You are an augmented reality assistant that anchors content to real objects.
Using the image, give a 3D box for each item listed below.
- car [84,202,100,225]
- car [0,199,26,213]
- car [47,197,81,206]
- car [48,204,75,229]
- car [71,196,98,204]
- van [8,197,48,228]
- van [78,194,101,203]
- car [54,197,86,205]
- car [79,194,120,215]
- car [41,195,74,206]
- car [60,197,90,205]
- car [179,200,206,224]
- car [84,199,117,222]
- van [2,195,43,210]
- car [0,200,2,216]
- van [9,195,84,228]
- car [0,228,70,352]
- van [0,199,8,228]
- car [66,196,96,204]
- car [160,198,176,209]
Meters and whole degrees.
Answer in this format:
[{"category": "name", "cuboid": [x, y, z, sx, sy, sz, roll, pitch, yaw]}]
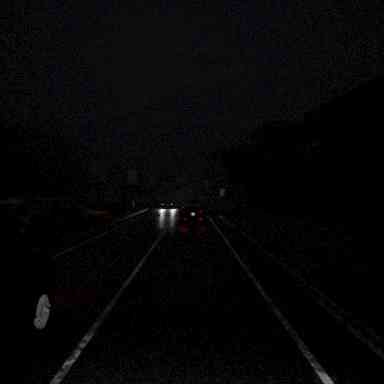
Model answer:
[{"category": "car", "cuboid": [-9.008, 1.614, 22.537, 4.674, 1.452, 2.002, 0, 0, 0]}, {"category": "car", "cuboid": [-22.097, 1.612, 38.342, 4.792, 1.488, 2.163, 0, 0, 0]}, {"category": "car", "cuboid": [-22.183, 1.594, 57.771, 5.008, 1.535, 2.097, 0, 0, 0]}, {"category": "car", "cuboid": [-8.986, 1.572, 16.930, 5.008, 1.535, 2.097, 0, 0, 0]}, {"category": "car", "cuboid": [-22.235, 1.635, 68.872, 4.792, 1.488, 2.163, 0, 0, 0]}, {"category": "van", "cuboid": [-8.867, 1.344, 14.123, 4.442, 1.987, 1.878, 0, 0, 0]}, {"category": "van", "cuboid": [-22.096, 1.383, 71.647, 4.442, 1.987, 1.878, 0, 0, 0]}, {"category": "car", "cuboid": [-22.178, 1.597, 60.546, 4.892, 1.521, 2.231, 0, 0, 0]}, {"category": "car", "cuboid": [-8.992, 1.325, 28.144, 5.566, 2.045, 2.435, 0, 0, 0]}, {"category": "car", "cuboid": [-22.201, 1.466, 54.995, 4.553, 1.767, 2.185, 0, 0, 0]}, {"category": "car", "cuboid": [-22.220, 1.629, 63.321, 4.792, 1.488, 2.163, 0, 0, 0]}, {"category": "car", "cuboid": [0.068, 1.589, 25.564, 2.163, 1.488, 4.792, 0, 0, 0]}, {"category": "car", "cuboid": [-8.828, 1.572, 25.340, 5.366, 1.575, 1.946, 0, 0, 0]}, {"category": "van", "cuboid": [-22.257, 1.359, 43.892, 4.442, 1.987, 1.878, 0, 0, 0]}, {"category": "car", "cuboid": [-21.926, 1.578, 32.791, 5.366, 1.575, 1.946, 0, 0, 0]}, {"category": "van", "cuboid": [-9.115, 1.347, 19.733, 4.442, 1.987, 1.878, 0, 0, 0]}, {"category": "car", "cuboid": [-3.355, 1.498, 3.947, 1.882, 1.535, 5.008, 0, 0, 0]}, {"category": "van", "cuboid": [-9.093, 1.338, 11.321, 4.442, 1.987, 1.878, 0, 0, 0]}, {"category": "car", "cuboid": [-22.012, 1.599, 66.096, 5.366, 1.575, 1.946, 0, 0, 0]}, {"category": "car", "cuboid": [-3.389, 1.596, 47.104, 1.837, 1.490, 4.892, 0, 0, 0]}]
